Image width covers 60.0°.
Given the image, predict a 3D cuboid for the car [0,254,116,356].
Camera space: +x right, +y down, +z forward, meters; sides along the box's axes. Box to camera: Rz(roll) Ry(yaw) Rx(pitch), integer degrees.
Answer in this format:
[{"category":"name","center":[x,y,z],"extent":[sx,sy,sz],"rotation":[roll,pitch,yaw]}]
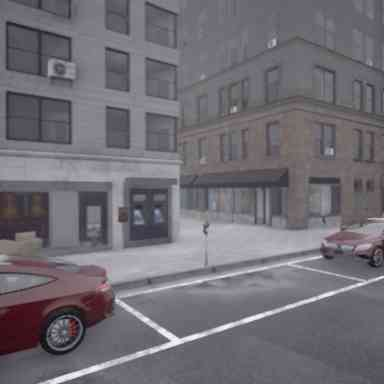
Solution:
[{"category":"car","center":[-3.143,1.582,4.522],"extent":[4.206,1.307,1.802],"rotation":[0,0,-36]}]

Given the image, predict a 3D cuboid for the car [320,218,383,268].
[{"category":"car","center":[6.059,1.540,11.091],"extent":[4.206,1.307,1.802],"rotation":[0,0,-36]}]
